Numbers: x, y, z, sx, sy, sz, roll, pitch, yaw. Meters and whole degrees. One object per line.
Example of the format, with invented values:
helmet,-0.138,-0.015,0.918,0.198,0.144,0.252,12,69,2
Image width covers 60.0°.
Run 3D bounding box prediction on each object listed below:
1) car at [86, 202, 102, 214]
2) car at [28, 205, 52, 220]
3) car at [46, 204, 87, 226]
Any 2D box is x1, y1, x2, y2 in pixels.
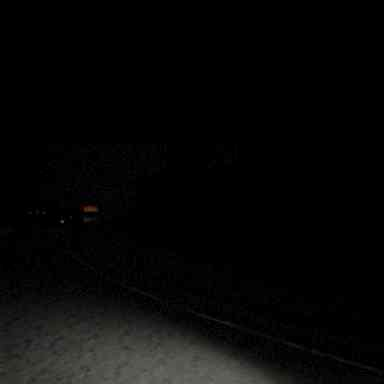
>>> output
car,-12.750,2.010,42.767,1.882,1.535,5.008,0,0,-10
car,-14.682,1.978,33.154,2.033,1.411,5.357,0,-1,-10
car,-10.027,1.944,26.939,1.895,1.301,4.718,0,-1,-10
